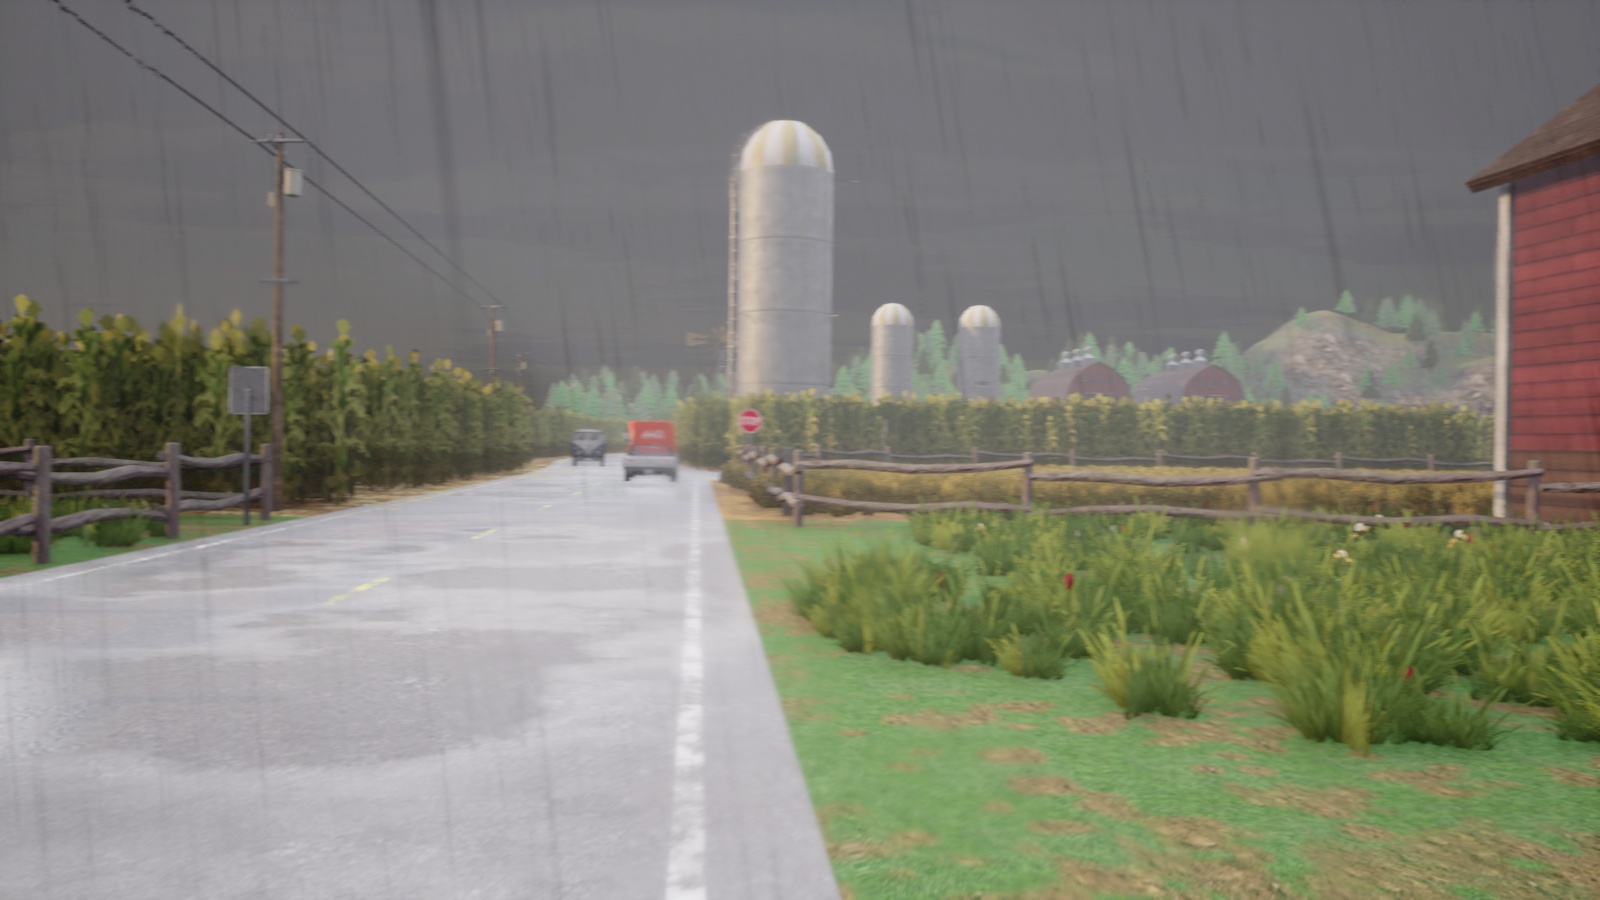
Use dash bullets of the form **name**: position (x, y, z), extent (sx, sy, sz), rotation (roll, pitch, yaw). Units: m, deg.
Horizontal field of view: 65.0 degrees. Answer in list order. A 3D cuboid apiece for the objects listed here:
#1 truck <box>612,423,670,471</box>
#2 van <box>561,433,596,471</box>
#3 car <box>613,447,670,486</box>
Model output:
- **truck**: position (-8.648, -0.174, 67.865), extent (2.627, 2.467, 5.204), rotation (0, 0, -12)
- **van**: position (-11.814, 0.081, 67.160), extent (1.775, 1.987, 4.442), rotation (0, 0, -10)
- **car**: position (-5.704, 0.552, 45.584), extent (1.895, 1.301, 4.718), rotation (0, 0, -5)
